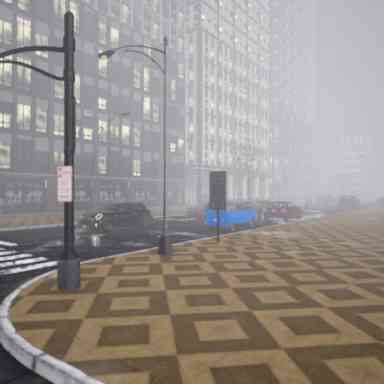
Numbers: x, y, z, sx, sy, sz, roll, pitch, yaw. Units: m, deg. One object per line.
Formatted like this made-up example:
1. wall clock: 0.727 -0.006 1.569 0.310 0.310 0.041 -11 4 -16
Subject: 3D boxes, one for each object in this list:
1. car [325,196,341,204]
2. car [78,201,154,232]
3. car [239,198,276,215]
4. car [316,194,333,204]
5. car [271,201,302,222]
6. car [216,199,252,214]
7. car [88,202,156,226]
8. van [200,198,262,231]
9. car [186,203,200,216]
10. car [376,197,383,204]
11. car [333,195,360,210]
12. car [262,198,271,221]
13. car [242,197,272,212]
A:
1. car: 28.412 1.614 67.039 2.008 1.369 4.403 0 0 38
2. car: -4.593 1.359 20.236 2.097 1.767 4.553 0 0 38
3. car: 7.013 1.498 35.258 1.882 1.535 5.008 0 0 38
4. car: 25.014 1.370 62.635 2.192 1.841 5.009 0 0 38
5. car: 7.457 1.466 26.986 1.967 1.590 4.097 0 0 38
6. car: 4.618 1.560 36.206 1.887 1.381 4.507 0 0 38
7. car: -4.899 1.529 24.086 1.752 1.417 4.829 0 0 38
8. van: 2.487 1.362 20.363 1.690 1.788 3.998 0 0 38
9. car: 1.219 1.593 31.801 1.802 1.307 4.206 0 0 38
10. car: 38.049 1.653 66.628 1.947 1.339 4.313 0 0 38
11. car: 21.054 1.363 44.605 2.192 1.841 5.009 0 0 38
12. car: 4.085 1.511 26.675 2.128 1.511 4.902 0 0 38
13. car: 8.017 1.460 40.611 1.967 1.590 4.097 0 0 38
